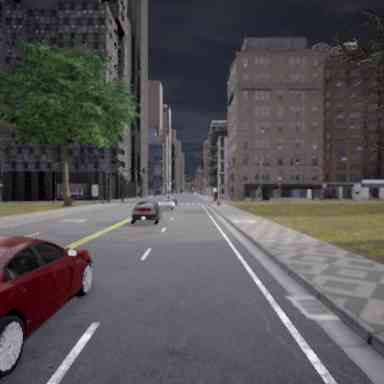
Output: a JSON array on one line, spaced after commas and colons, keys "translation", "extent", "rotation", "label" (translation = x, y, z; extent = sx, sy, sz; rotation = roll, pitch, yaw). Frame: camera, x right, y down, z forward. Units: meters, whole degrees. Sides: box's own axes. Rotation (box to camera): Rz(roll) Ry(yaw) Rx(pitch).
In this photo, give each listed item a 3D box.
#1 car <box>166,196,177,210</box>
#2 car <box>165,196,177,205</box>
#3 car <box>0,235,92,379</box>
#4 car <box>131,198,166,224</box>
[{"translation": [-3.150, 1.471, 40.788], "extent": [1.895, 1.301, 4.718], "rotation": [0, 0, 0], "label": "car"}, {"translation": [-3.456, 1.364, 55.106], "extent": [1.812, 1.442, 4.674], "rotation": [0, 0, -5], "label": "car"}, {"translation": [-3.151, 1.456, 5.497], "extent": [1.882, 1.535, 5.008], "rotation": [0, 0, 0], "label": "car"}, {"translation": [-3.147, 1.419, 23.987], "extent": [1.837, 1.490, 4.892], "rotation": [0, 0, 0], "label": "car"}]
